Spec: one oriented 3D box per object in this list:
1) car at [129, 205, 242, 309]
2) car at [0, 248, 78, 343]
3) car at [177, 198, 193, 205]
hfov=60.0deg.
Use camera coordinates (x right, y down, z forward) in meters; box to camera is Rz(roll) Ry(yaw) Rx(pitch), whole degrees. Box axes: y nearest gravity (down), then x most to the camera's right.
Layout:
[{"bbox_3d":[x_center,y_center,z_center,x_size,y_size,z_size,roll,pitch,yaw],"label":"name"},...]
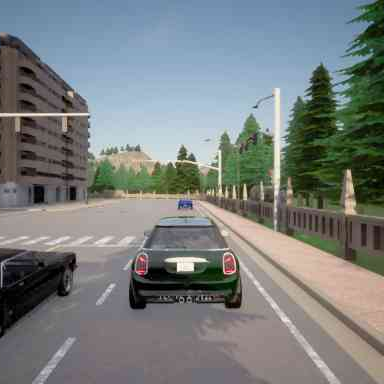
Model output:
[{"bbox_3d":[-0.133,1.352,8.033,2.097,1.767,4.553,0,0,0],"label":"car"},{"bbox_3d":[-3.548,1.601,5.660,1.895,1.301,4.718,0,0,-1],"label":"car"},{"bbox_3d":[-0.886,1.478,43.948,1.882,1.535,5.008,0,0,-1],"label":"car"}]
